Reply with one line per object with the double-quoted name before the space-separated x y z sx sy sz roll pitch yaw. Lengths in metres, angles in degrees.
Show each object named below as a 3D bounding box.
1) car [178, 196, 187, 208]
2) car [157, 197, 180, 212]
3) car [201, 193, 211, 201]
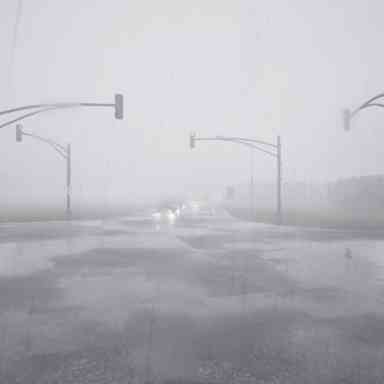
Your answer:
"car" -2.371 1.485 47.580 2.128 1.511 4.902 0 0 3
"car" -2.823 1.600 38.266 1.895 1.301 4.718 0 0 3
"car" 3.339 1.191 79.102 2.150 2.045 5.566 0 0 5
